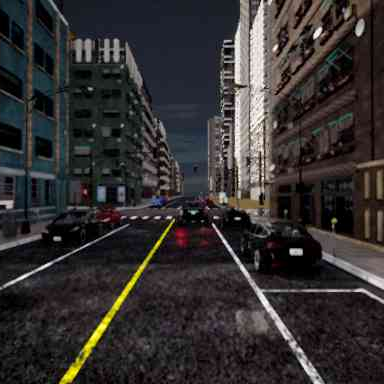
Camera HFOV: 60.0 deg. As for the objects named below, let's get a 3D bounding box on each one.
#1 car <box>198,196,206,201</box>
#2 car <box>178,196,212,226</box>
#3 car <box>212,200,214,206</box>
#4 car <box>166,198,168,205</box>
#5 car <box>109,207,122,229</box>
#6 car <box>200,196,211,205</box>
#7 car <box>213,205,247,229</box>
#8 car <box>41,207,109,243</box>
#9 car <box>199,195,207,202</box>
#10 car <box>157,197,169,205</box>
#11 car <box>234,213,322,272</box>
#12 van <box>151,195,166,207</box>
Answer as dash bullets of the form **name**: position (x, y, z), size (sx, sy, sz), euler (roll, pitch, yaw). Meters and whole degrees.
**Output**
- **car**: position (2.704, 1.823, 92.825), size (2.008, 1.369, 4.403), euler (0, 0, 0)
- **car**: position (0.120, 1.410, 23.796), size (2.097, 1.767, 4.553), euler (0, 0, 1)
- **car**: position (2.701, 1.727, 54.131), size (1.802, 1.307, 4.206), euler (0, 0, 0)
- **car**: position (-5.678, 1.477, 59.662), size (2.192, 1.841, 5.009), euler (0, 0, 0)
- **car**: position (-5.682, 1.635, 21.739), size (1.802, 1.307, 4.206), euler (0, 0, 0)
- **car**: position (2.703, 1.619, 65.188), size (1.967, 1.590, 4.097), euler (0, 0, 0)
- **car**: position (2.699, 1.619, 21.726), size (1.947, 1.339, 4.313), euler (0, 0, 0)
- **car**: position (-5.682, 1.605, 16.215), size (1.947, 1.339, 4.313), euler (0, 0, 0)
- **car**: position (2.704, 1.673, 81.770), size (1.967, 1.590, 4.097), euler (0, 0, 0)
- **car**: position (-5.679, 1.723, 65.189), size (1.887, 1.381, 4.507), euler (0, 0, 0)
- **car**: position (2.698, 1.591, 10.679), size (1.947, 1.339, 4.313), euler (0, 0, 0)
- **van**: position (-5.678, 1.486, 54.134), size (1.690, 1.788, 3.998), euler (0, 0, 0)
